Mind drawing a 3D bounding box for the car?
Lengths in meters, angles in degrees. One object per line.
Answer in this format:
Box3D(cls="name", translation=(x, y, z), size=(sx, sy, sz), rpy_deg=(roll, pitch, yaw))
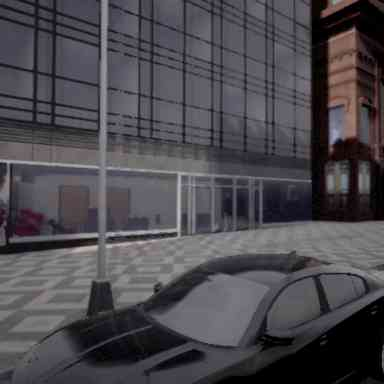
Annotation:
Box3D(cls="car", translation=(0.689, 1.537, 3.880), size=(5.008, 1.535, 1.882), rpy_deg=(0, -1, -37))
